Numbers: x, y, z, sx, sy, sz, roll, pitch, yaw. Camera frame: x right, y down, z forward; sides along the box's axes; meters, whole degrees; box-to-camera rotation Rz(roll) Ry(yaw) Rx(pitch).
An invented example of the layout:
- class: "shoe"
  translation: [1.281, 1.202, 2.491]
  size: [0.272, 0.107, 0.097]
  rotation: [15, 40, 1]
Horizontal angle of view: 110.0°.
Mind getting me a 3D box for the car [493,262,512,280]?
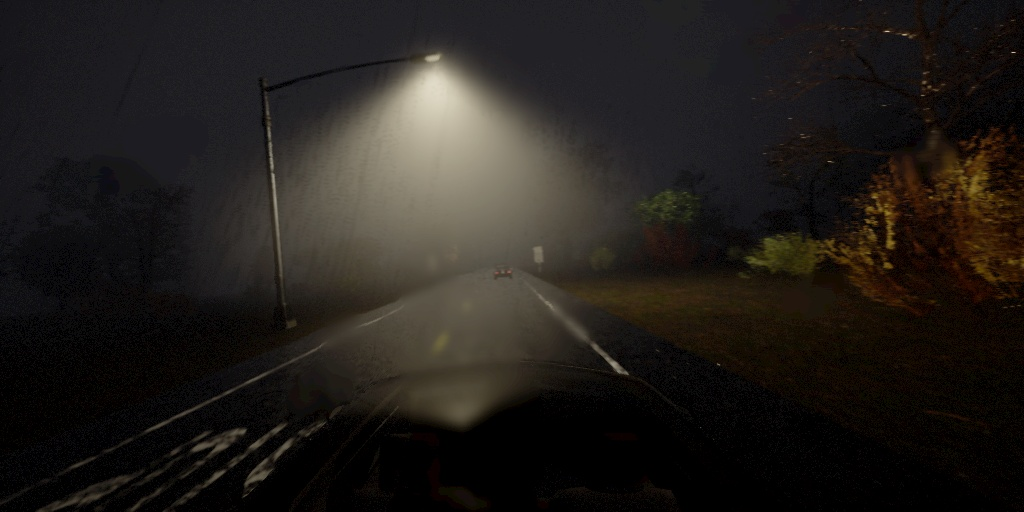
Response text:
- class: "car"
  translation: [-0.937, 1.665, 37.374]
  size: [2.033, 1.411, 5.357]
  rotation: [-5, 0, -1]
